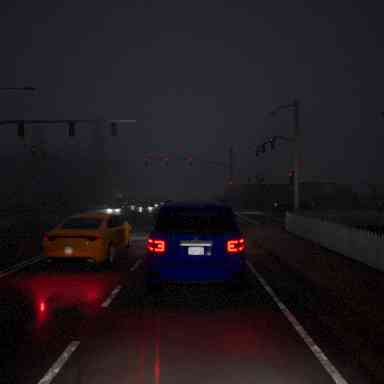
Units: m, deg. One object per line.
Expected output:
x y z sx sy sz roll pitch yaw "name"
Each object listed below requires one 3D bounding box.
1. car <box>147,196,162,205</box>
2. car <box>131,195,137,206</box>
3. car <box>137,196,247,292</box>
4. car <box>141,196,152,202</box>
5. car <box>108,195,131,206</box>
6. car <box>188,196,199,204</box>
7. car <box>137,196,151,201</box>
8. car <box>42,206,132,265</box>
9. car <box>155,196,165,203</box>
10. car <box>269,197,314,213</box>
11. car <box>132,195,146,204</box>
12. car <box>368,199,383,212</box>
-6.898 1.545 61.225 2.033 1.411 5.357 0 0 1 "car"
-10.428 1.350 56.165 2.097 1.767 4.553 0 0 0 "car"
0.087 1.221 9.050 2.150 2.045 5.566 0 0 0 "car"
-10.292 1.592 75.302 1.895 1.301 4.718 0 0 0 "car"
-10.463 1.490 47.037 2.128 1.511 4.902 0 0 0 "car"
0.278 1.545 65.219 2.033 1.411 5.357 0 0 0 "car"
-6.938 1.524 51.636 1.812 1.442 4.674 0 0 0 "car"
-3.392 1.477 11.674 1.882 1.535 5.008 0 0 0 "car"
-6.804 1.521 71.163 1.812 1.442 4.674 0 0 0 "car"
10.746 1.351 36.100 4.553 1.767 2.097 0 0 -1 "car"
-10.350 1.475 65.378 1.882 1.535 5.008 0 0 1 "car"
21.798 1.350 36.345 4.553 1.767 2.097 0 0 -1 "car"
